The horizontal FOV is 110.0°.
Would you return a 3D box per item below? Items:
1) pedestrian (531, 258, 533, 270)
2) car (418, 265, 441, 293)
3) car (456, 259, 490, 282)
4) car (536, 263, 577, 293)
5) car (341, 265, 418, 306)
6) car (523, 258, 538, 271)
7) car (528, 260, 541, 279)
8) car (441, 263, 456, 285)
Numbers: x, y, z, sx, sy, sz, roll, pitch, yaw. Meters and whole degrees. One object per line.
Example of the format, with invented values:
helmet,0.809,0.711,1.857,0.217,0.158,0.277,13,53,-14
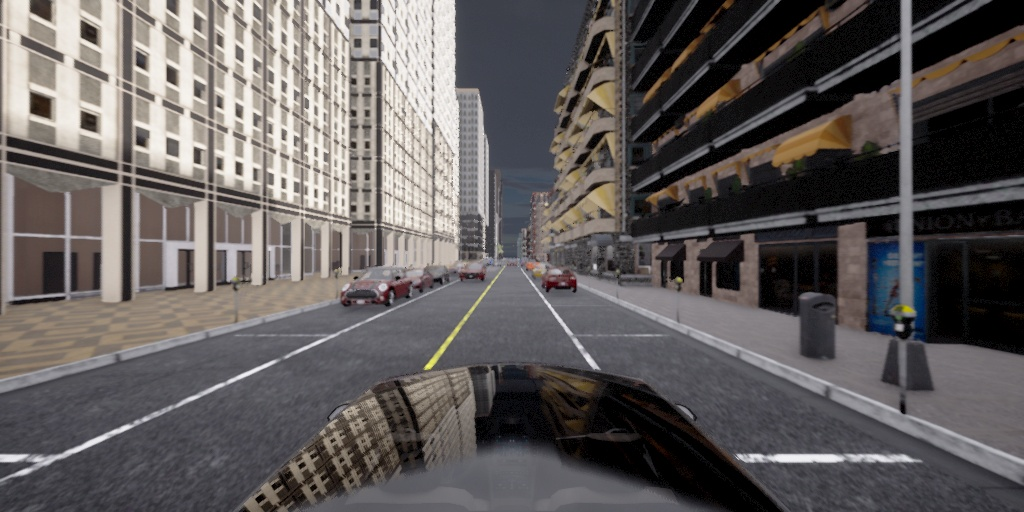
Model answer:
pedestrian,3.008,1.145,53.719,0.375,1.860,0.375,0,0,-2
car,-5.687,1.364,21.135,1.802,1.307,4.207,0,0,0
car,-3.094,1.275,29.571,1.882,1.535,5.008,0,0,0
car,2.693,1.328,21.134,1.888,1.381,4.507,0,0,0
car,-5.688,1.213,15.487,1.967,1.591,4.097,0,0,0
car,3.007,1.195,50.913,2.097,1.767,4.553,0,0,0
car,2.695,1.330,32.601,1.751,1.417,4.829,0,0,0
car,-5.687,1.358,26.784,1.948,1.339,4.313,0,0,0
